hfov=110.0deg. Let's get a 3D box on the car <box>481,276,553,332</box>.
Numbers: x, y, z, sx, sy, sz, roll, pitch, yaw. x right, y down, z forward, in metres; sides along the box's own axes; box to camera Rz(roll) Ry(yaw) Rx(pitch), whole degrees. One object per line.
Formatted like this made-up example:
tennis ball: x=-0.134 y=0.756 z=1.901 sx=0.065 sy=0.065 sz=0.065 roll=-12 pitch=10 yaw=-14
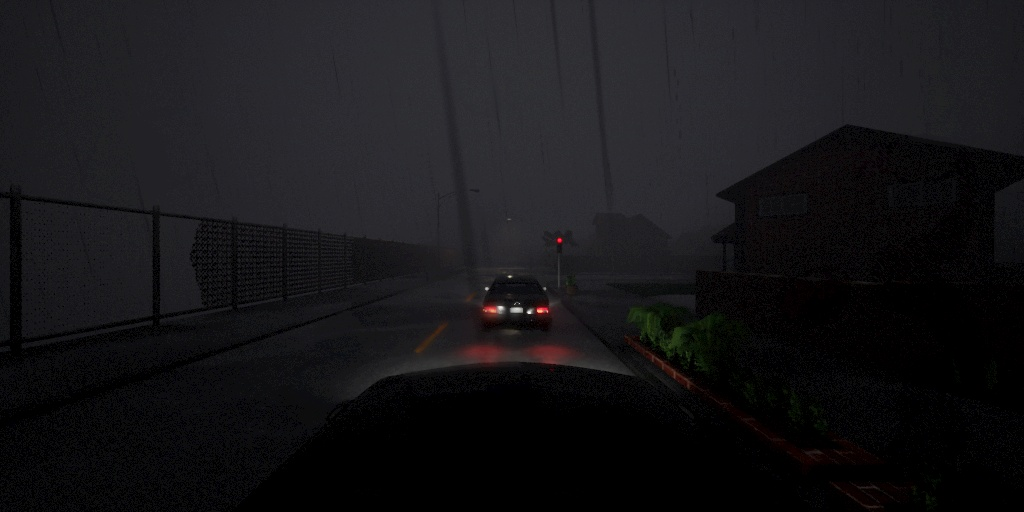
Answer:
car: x=0.116 y=1.297 z=10.780 sx=2.033 sy=1.411 sz=5.357 roll=0 pitch=0 yaw=0
